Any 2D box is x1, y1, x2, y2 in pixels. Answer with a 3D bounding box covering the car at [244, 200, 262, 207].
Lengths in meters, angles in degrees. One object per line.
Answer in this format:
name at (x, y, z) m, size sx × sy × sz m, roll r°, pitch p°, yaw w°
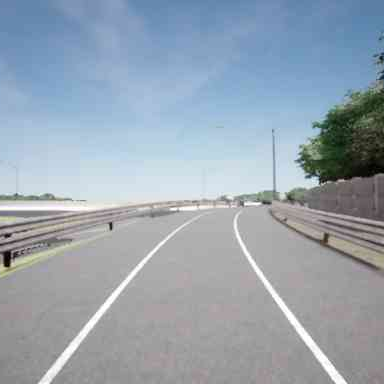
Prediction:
car at (16.726, 3.257, 90.855) m, size 5.566 × 2.045 × 2.150 m, roll 2°, pitch -4°, yaw -35°
